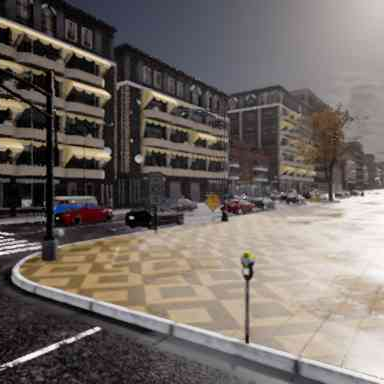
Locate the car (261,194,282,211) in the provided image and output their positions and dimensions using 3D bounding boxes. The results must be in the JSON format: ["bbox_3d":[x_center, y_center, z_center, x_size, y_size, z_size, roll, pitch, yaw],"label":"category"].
[{"bbox_3d":[7.263,1.182,34.260,2.008,1.369,4.403,1,1,35],"label":"car"}]

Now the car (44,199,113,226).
[{"bbox_3d":[-7.537,1.478,23.050,1.994,1.385,4.181,0,1,34],"label":"car"}]

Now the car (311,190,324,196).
[{"bbox_3d":[32.034,0.332,84.837,1.887,1.381,4.507,1,1,35],"label":"car"}]

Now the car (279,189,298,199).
[{"bbox_3d":[19.370,0.442,66.508,2.192,1.841,5.009,1,1,35],"label":"car"}]

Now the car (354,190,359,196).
[{"bbox_3d":[38.927,0.217,80.069,1.967,1.590,4.097,1,1,35],"label":"car"}]

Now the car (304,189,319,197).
[{"bbox_3d":[28.869,0.187,80.251,2.192,1.841,5.009,1,1,35],"label":"car"}]

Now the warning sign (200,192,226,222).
[{"bbox_3d":[1.376,0.958,21.608,1.300,1.860,1.060,-1,-1,35],"label":"warning sign"}]

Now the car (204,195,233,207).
[{"bbox_3d":[3.537,1.121,43.607,1.947,1.339,4.313,1,1,35],"label":"car"}]

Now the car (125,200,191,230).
[{"bbox_3d":[-2.236,1.458,20.518,1.947,1.339,4.313,1,1,35],"label":"car"}]

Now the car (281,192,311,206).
[{"bbox_3d":[13.596,1.009,43.422,2.008,1.369,4.403,1,1,35],"label":"car"}]

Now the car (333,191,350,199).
[{"bbox_3d":[29.429,0.582,66.329,2.008,1.369,4.403,1,1,35],"label":"car"}]

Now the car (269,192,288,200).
[{"bbox_3d":[16.106,0.740,61.791,1.752,1.417,4.829,1,1,35],"label":"car"}]

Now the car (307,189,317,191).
[{"bbox_3d":[20.236,0.729,57.612,1.837,1.490,4.892,0,1,35],"label":"car"}]

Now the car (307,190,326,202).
[{"bbox_3d":[20.026,0.809,52.725,1.752,1.417,4.829,1,1,35],"label":"car"}]

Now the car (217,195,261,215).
[{"bbox_3d":[4.096,1.263,29.678,1.887,1.381,4.507,1,1,35],"label":"car"}]

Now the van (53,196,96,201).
[{"bbox_3d":[-9.128,1.244,25.278,1.690,1.788,3.998,1,1,35],"label":"van"}]

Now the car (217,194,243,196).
[{"bbox_3d":[4.665,1.105,40.680,1.812,1.442,4.674,0,1,35],"label":"car"}]

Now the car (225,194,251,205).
[{"bbox_3d":[6.703,1.020,48.188,2.008,1.369,4.403,1,1,35],"label":"car"}]

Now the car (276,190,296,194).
[{"bbox_3d":[14.331,0.875,49.061,2.128,1.511,4.902,0,1,35],"label":"car"}]

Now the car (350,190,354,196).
[{"bbox_3d":[32.595,0.497,70.909,2.008,1.369,4.403,1,1,35],"label":"car"}]

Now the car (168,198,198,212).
[{"bbox_3d":[-1.512,1.295,31.768,2.033,1.411,5.357,0,1,34],"label":"car"}]
